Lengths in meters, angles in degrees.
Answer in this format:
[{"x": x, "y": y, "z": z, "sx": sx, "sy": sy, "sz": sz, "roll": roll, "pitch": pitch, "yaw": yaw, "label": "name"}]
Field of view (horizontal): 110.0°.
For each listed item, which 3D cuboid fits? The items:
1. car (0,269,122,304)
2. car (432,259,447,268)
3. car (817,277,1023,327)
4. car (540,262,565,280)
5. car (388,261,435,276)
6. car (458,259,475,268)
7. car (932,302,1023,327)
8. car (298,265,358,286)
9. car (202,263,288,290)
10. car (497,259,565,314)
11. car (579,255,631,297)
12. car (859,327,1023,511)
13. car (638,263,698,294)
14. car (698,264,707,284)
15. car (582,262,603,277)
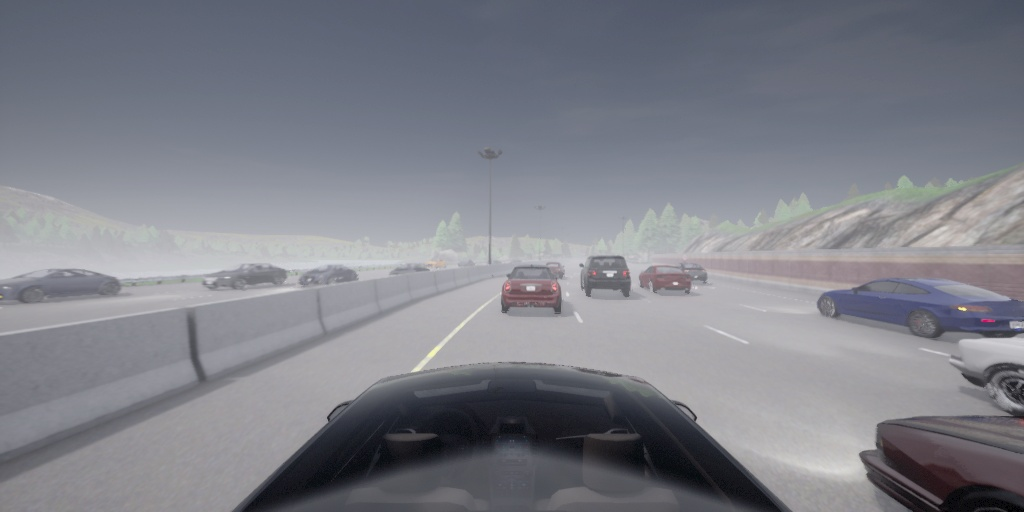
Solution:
[{"x": -20.272, "y": 1.256, "z": 15.865, "sx": 1.994, "sy": 1.385, "sz": 4.181, "roll": 0, "pitch": 0, "yaw": 5, "label": "car"}, {"x": -12.340, "y": 1.191, "z": 58.459, "sx": 1.882, "sy": 1.535, "sz": 5.008, "roll": 0, "pitch": 0, "yaw": 13, "label": "car"}, {"x": 10.993, "y": 1.307, "z": 9.985, "sx": 1.812, "sy": 1.442, "sz": 4.674, "roll": 0, "pitch": 0, "yaw": 4, "label": "car"}, {"x": 3.777, "y": 1.286, "z": 32.773, "sx": 1.812, "sy": 1.442, "sz": 4.674, "roll": 0, "pitch": 0, "yaw": 12, "label": "car"}, {"x": -8.026, "y": 1.290, "z": 28.220, "sx": 1.994, "sy": 1.385, "sz": 4.181, "roll": 0, "pitch": 0, "yaw": 10, "label": "car"}, {"x": -7.910, "y": 1.251, "z": 62.312, "sx": 1.812, "sy": 1.442, "sz": 4.674, "roll": 0, "pitch": 0, "yaw": 13, "label": "car"}, {"x": 7.167, "y": 1.371, "z": 2.928, "sx": 1.895, "sy": 1.301, "sz": 4.718, "roll": 0, "pitch": 0, "yaw": 1, "label": "car"}, {"x": -12.231, "y": 1.279, "z": 24.127, "sx": 1.994, "sy": 1.385, "sz": 4.181, "roll": 0, "pitch": 0, "yaw": 9, "label": "car"}, {"x": -16.093, "y": 1.195, "z": 21.895, "sx": 2.128, "sy": 1.511, "sz": 4.902, "roll": 0, "pitch": 0, "yaw": 8, "label": "car"}, {"x": 0.825, "y": 1.104, "z": 14.101, "sx": 2.097, "sy": 1.767, "sz": 4.553, "roll": 0, "pitch": 0, "yaw": 5, "label": "car"}, {"x": 4.911, "y": 0.985, "z": 19.339, "sx": 2.150, "sy": 2.045, "sz": 5.566, "roll": 0, "pitch": 0, "yaw": 8, "label": "car"}, {"x": 3.634, "y": 1.308, "z": 0.265, "sx": 2.033, "sy": 1.411, "sz": 5.357, "roll": 0, "pitch": 0, "yaw": 0, "label": "car"}, {"x": 8.656, "y": 1.252, "z": 20.688, "sx": 1.882, "sy": 1.535, "sz": 5.008, "roll": 0, "pitch": 0, "yaw": 8, "label": "car"}, {"x": 13.453, "y": 1.279, "z": 27.688, "sx": 2.128, "sy": 1.511, "sz": 4.902, "roll": 0, "pitch": 0, "yaw": 11, "label": "car"}, {"x": 8.246, "y": 1.336, "z": 36.974, "sx": 1.994, "sy": 1.385, "sz": 4.181, "roll": 0, "pitch": 0, "yaw": 12, "label": "car"}]
